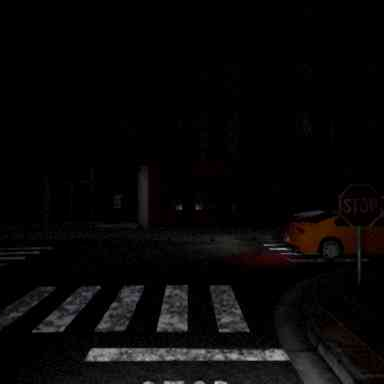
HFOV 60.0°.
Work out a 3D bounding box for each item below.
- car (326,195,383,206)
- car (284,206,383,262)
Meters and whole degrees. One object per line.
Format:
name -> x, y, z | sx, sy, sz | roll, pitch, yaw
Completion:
car -> 6.912, 1.153, 13.976 | 5.566, 2.045, 2.150 | -1, -1, -1
car -> 5.659, 1.364, 11.107 | 5.008, 1.535, 1.882 | -1, -1, -1
